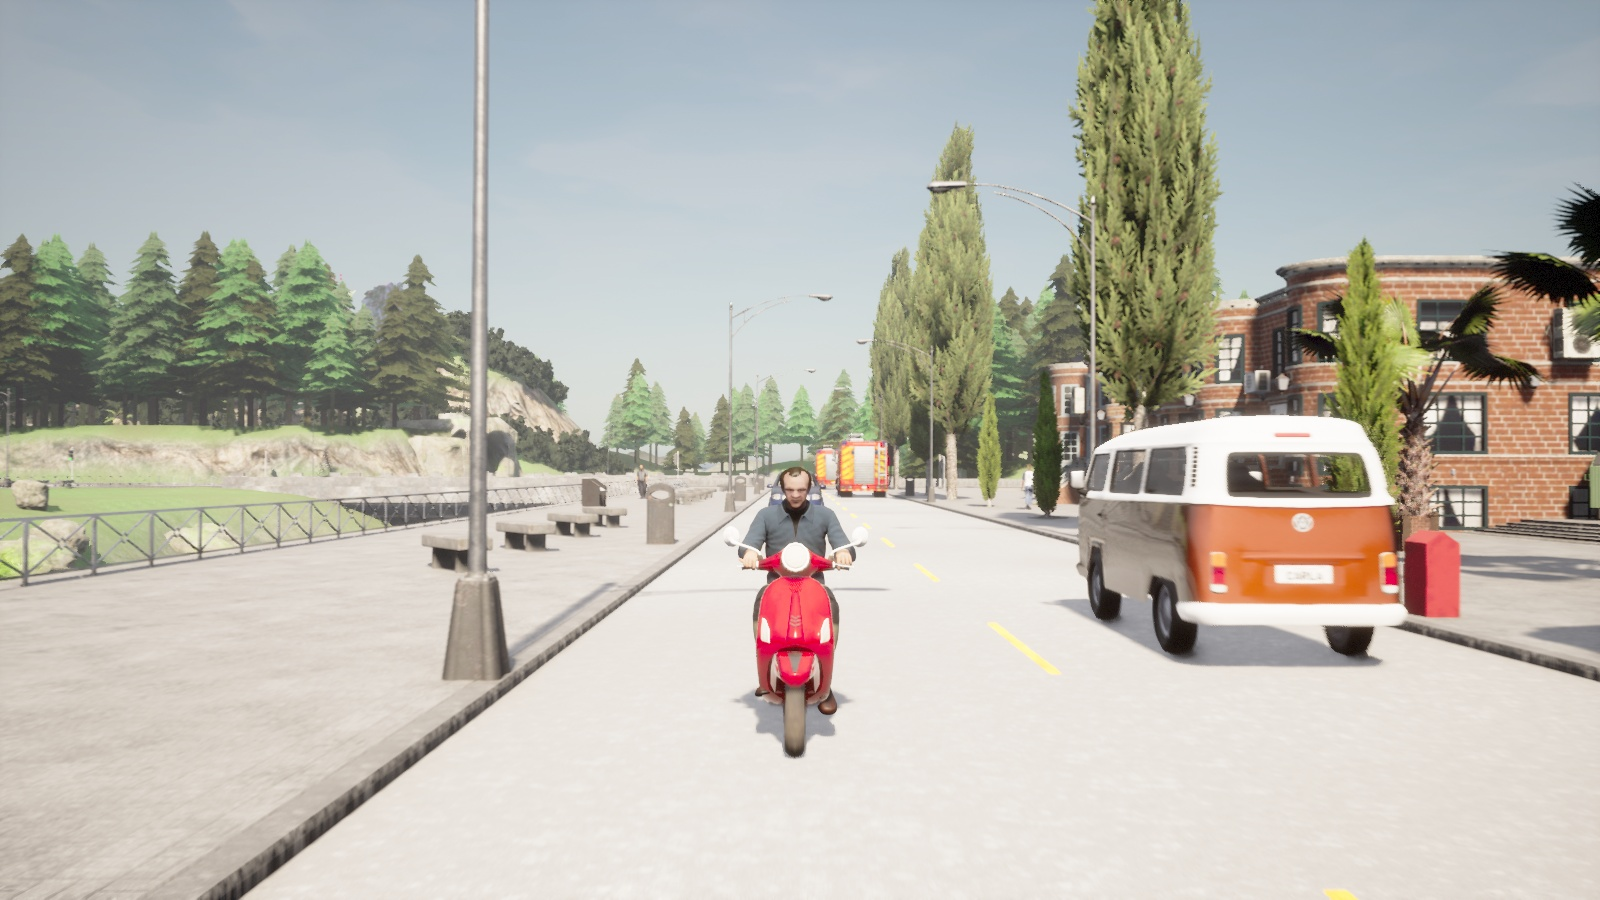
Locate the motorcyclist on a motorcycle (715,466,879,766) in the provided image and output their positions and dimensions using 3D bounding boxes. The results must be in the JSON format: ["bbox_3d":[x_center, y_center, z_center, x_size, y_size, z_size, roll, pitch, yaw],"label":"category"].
[{"bbox_3d":[-0.020,0.895,7.592,0.866,1.590,1.817,0,-1,0],"label":"motorcyclist on a motorcycle"}]

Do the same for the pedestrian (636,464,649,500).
[{"bbox_3d":[-7.968,1.621,63.594,0.540,1.848,0.694,0,-1,1],"label":"pedestrian"}]

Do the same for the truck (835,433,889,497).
[{"bbox_3d":[3.791,0.953,78.732,2.891,3.827,8.468,0,-1,0],"label":"truck"}]

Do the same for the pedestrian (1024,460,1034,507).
[{"bbox_3d":[8.931,1.308,48.939,0.354,1.836,0.706,0,-1,9],"label":"pedestrian"}]

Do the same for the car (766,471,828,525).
[{"bbox_3d":[-0.100,1.435,38.326,1.789,1.549,3.705,0,-1,0],"label":"car"}]

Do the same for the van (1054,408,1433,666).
[{"bbox_3d":[3.966,0.726,12.198,2.069,2.038,4.480,0,-1,0],"label":"van"}]
